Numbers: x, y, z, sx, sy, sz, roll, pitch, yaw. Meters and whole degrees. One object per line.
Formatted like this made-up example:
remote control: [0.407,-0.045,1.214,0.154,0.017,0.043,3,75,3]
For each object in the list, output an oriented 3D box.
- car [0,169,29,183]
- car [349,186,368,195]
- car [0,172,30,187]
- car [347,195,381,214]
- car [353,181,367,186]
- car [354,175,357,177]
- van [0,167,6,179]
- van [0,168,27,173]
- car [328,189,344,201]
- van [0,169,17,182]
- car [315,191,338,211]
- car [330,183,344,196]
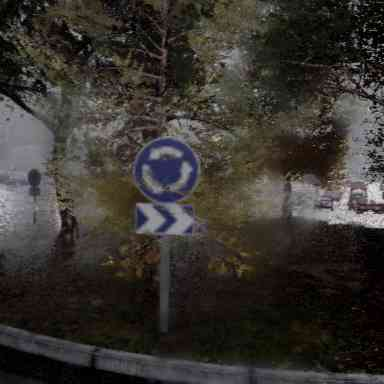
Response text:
car: [-29.369,-2.520,53.115,2.435,2.045,5.566,7,4,23]
car: [20.740,0.495,41.523,1.837,1.490,4.892,2,5,28]
car: [-25.043,-1.602,49.078,2.097,1.535,5.008,7,4,23]
car: [16.098,1.296,31.416,1.895,1.301,4.718,1,3,12]
car: [25.336,-0.561,50.585,2.150,2.045,5.566,2,5,26]
car: [36.595,-2.842,76.208,2.150,2.045,5.566,2,5,20]
van: [-35.851,-3.505,59.375,1.878,1.987,4.442,7,4,23]
van: [-27.147,-2.164,51.215,1.878,1.987,4.442,7,4,23]
car: [18.462,0.405,43.624,1.994,1.385,4.181,2,5,28]
van: [-31.579,-2.828,55.076,1.878,1.987,4.442,7,4,23]
car: [13.780,1.068,34.573,2.033,1.411,5.357,2,3,23]
car: [22.827,-0.426,52.294,1.882,1.535,5.008,2,5,26]
